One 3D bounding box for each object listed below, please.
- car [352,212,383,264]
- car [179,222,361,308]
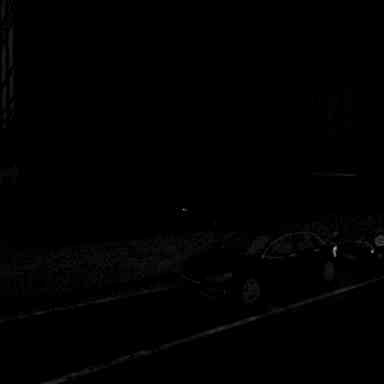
[{"bbox_3d":[6.339,1.405,11.066,4.097,1.590,1.967,0,0,-36],"label":"car"},{"bbox_3d":[1.742,1.533,7.784,4.403,1.369,2.008,0,0,-36],"label":"car"}]
